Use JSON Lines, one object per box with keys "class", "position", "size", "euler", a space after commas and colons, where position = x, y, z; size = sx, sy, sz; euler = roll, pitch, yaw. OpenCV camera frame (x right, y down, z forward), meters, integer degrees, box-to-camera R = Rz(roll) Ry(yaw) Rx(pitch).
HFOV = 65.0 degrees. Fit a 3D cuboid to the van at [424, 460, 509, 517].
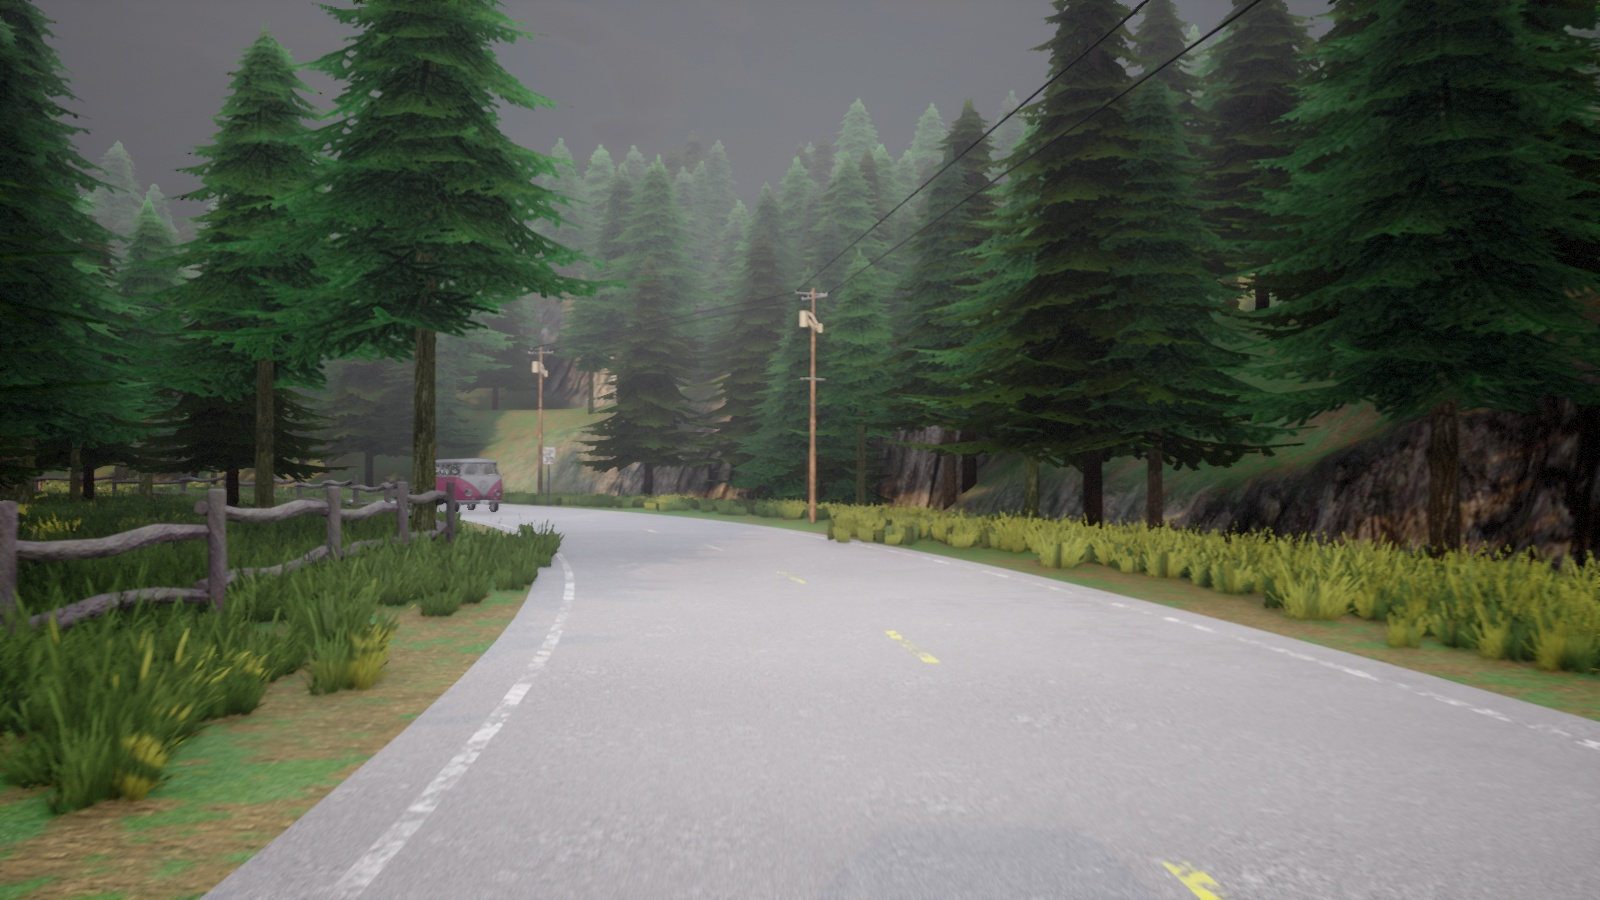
{"class": "van", "position": [-12.449, 1.402, 46.680], "size": [1.775, 1.987, 4.442], "euler": [0, -1, -33]}
